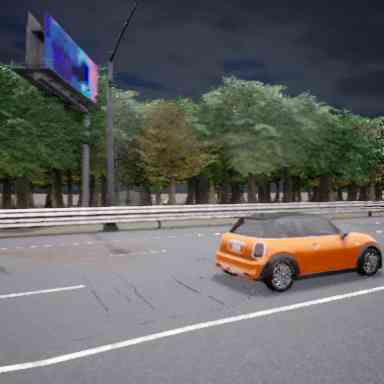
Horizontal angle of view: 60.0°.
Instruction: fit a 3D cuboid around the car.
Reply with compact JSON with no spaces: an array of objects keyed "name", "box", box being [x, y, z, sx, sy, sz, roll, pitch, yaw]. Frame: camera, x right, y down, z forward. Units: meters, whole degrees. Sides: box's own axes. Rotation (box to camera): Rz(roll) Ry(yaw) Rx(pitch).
[{"name":"car","box":[2.950,1.352,8.970,4.553,1.767,2.097,0,-1,-27]}]
